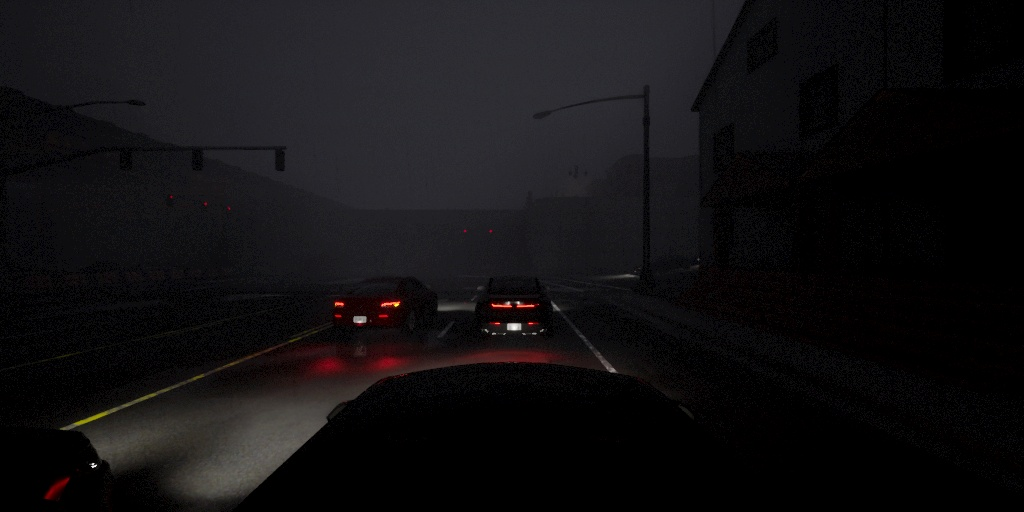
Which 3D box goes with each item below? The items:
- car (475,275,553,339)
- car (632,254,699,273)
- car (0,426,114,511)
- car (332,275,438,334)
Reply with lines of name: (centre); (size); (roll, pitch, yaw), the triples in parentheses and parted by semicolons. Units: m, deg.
car: (0.044, 1.255, 10.034); (1.837, 1.490, 4.892); (0, 0, 0)
car: (13.035, 0.603, 30.422); (5.357, 1.411, 2.033); (-7, 0, -1)
car: (-3.401, 1.255, 0.168); (1.837, 1.490, 4.892); (0, 0, 0)
car: (-3.451, 1.276, 10.451); (1.812, 1.442, 4.674); (0, 0, 0)
